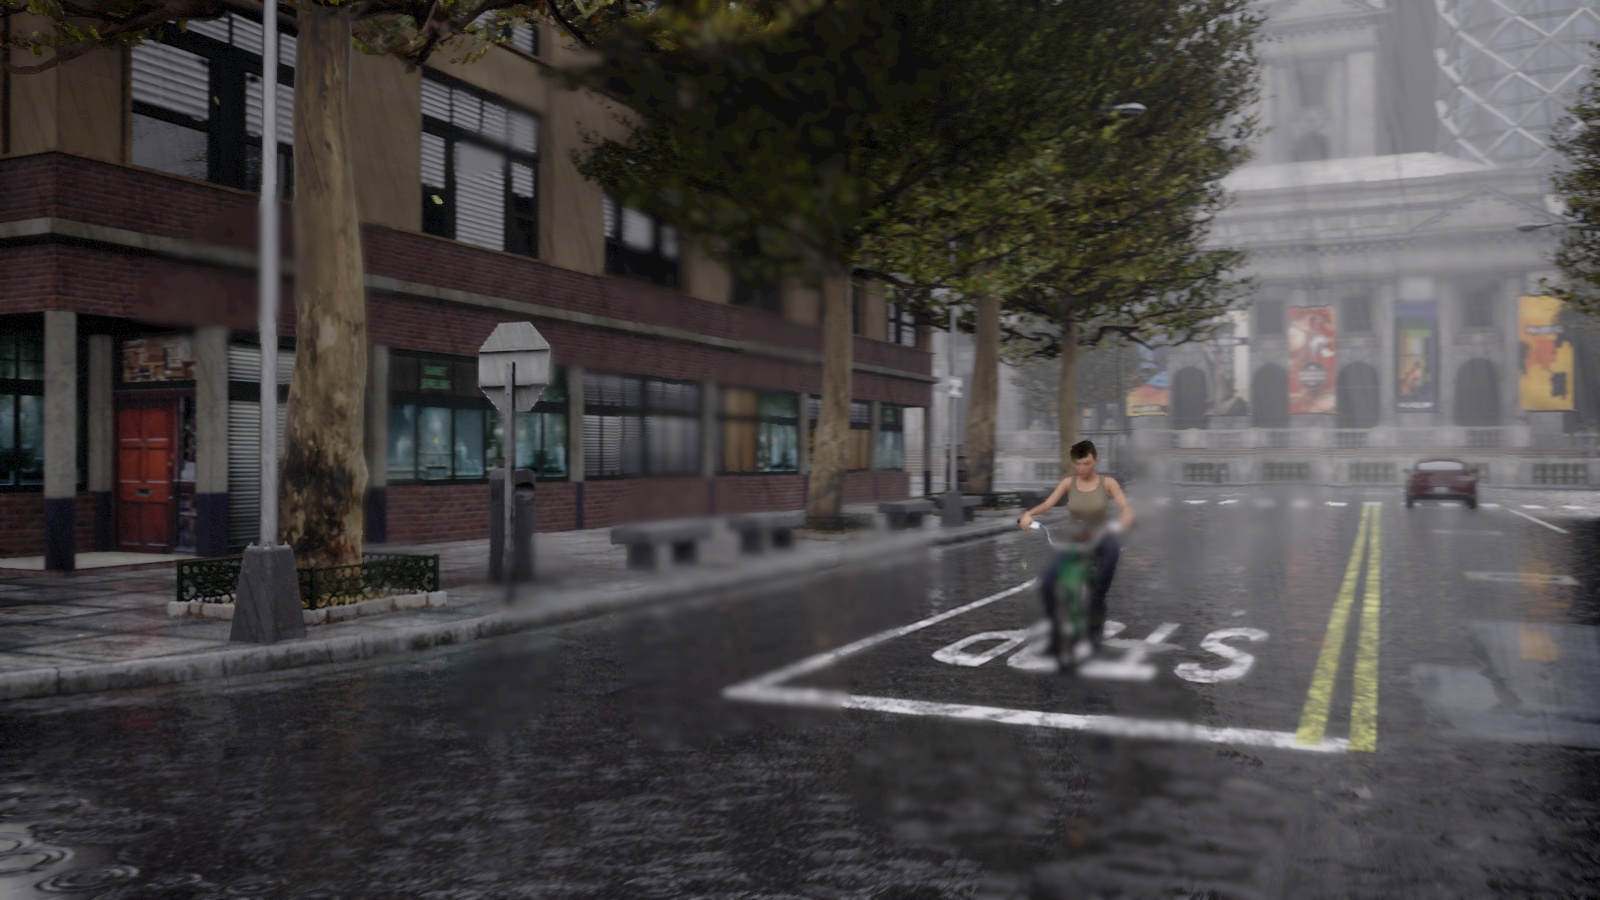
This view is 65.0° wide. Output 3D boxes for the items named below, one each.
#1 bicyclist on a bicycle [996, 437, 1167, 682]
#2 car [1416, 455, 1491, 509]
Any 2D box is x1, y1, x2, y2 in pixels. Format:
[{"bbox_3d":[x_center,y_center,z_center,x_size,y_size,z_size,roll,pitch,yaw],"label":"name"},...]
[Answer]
[{"bbox_3d":[2.080,0.724,9.126,0.866,1.612,1.509,0,0,26],"label":"bicyclist on a bicycle"},{"bbox_3d":[19.033,0.889,36.630,1.812,1.442,4.674,-1,0,27],"label":"car"}]
